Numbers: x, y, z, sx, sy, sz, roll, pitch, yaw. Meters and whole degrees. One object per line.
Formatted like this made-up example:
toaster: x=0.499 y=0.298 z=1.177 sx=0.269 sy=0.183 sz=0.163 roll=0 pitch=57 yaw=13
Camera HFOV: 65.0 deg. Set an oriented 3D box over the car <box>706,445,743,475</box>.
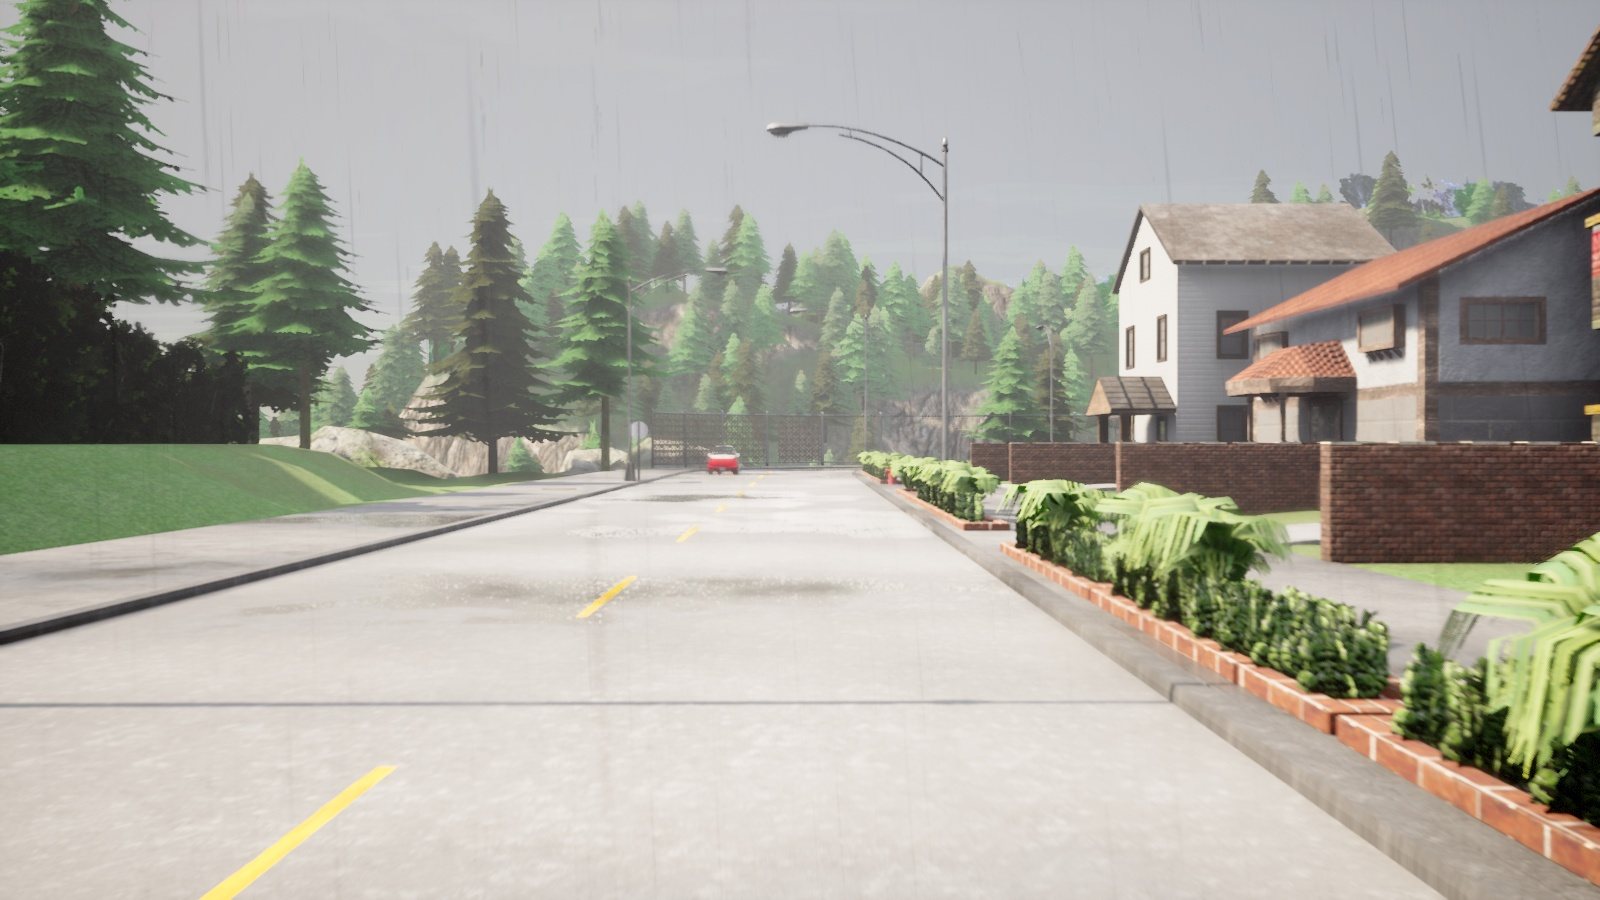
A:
car: x=-3.523 y=0.468 z=58.633 sx=1.481 sy=1.376 sz=2.207 roll=0 pitch=0 yaw=3
